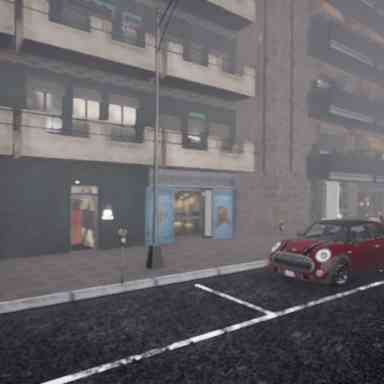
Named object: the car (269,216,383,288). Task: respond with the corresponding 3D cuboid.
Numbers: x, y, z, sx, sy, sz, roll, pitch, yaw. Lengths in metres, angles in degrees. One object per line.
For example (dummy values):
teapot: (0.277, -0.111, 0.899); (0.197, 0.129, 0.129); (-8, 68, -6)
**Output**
car: (4.067, 1.529, 9.472); (4.097, 1.590, 1.967); (1, 0, -36)
